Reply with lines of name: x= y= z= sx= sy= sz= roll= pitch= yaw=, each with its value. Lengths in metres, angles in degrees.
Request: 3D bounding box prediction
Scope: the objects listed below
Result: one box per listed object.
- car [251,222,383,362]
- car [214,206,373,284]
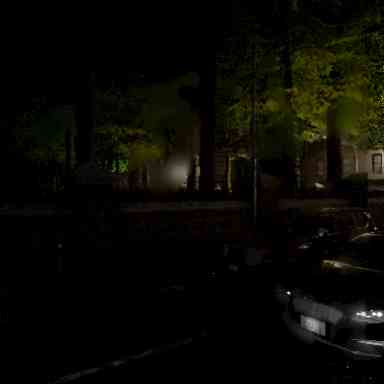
car: x=3.587 y=1.495 z=5.820 sx=4.902 sy=1.511 sz=2.128 roll=0 pitch=0 yaw=-36
car: x=2.938 y=1.323 z=8.637 sx=5.009 sy=1.841 sz=2.192 roll=0 pitch=0 yaw=-36
